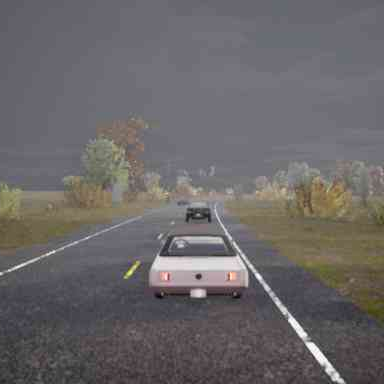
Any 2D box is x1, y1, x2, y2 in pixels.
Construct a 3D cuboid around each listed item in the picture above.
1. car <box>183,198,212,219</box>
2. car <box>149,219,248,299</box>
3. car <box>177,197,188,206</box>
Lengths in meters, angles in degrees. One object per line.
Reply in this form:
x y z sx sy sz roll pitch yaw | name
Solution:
0.532 1.482 26.114 1.882 1.535 5.008 0 0 2 | car
0.132 1.603 8.424 1.895 1.301 4.718 0 0 0 | car
-1.352 1.546 55.381 2.033 1.411 5.357 0 0 5 | car
